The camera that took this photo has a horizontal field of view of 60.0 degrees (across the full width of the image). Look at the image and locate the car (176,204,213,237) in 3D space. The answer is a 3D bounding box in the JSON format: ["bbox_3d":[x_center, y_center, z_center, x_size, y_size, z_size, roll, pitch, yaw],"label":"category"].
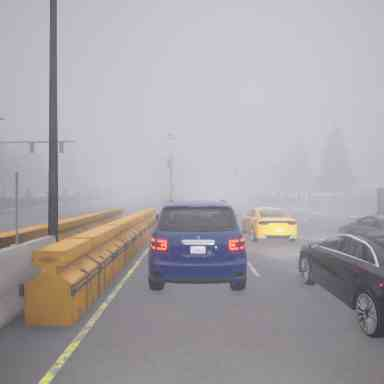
[{"bbox_3d":[0.151,1.505,19.026,1.837,1.490,4.892,0,0,0],"label":"car"}]

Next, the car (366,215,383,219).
[{"bbox_3d":[7.132,1.564,12.472,1.994,1.385,4.181,0,0,1],"label":"car"}]

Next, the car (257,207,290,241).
[{"bbox_3d":[3.643,1.478,16.411,1.882,1.535,5.008,0,0,0],"label":"car"}]

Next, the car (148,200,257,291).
[{"bbox_3d":[0.125,1.222,9.177,2.150,2.045,5.566,0,0,0],"label":"car"}]

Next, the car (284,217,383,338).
[{"bbox_3d":[3.614,1.492,6.569,2.128,1.511,4.902,0,0,0],"label":"car"}]
